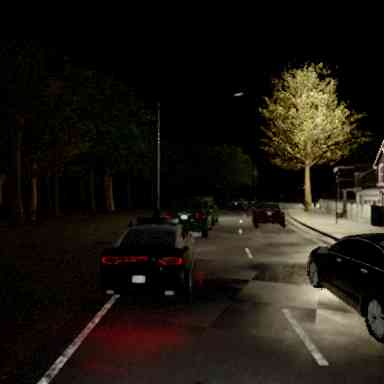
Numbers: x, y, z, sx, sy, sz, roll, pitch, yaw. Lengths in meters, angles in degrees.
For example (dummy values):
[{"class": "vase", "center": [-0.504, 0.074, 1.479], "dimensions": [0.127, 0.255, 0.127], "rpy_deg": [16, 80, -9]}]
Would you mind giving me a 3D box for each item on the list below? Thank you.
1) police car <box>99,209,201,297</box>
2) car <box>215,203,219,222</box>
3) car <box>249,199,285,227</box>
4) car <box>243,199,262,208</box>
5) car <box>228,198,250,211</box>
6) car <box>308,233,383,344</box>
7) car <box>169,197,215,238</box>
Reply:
[{"class": "police car", "center": [-0.886, 1.476, 8.932], "dimensions": [1.930, 1.638, 5.238], "rpy_deg": [0, 0, 3]}, {"class": "car", "center": [0.743, 1.370, 24.690], "dimensions": [2.150, 2.045, 5.566], "rpy_deg": [0, 0, 9]}, {"class": "car", "center": [5.495, 1.502, 24.220], "dimensions": [2.097, 1.767, 4.553], "rpy_deg": [0, 0, 9]}, {"class": "car", "center": [10.412, 1.889, 57.025], "dimensions": [2.128, 1.511, 4.902], "rpy_deg": [0, -1, 22]}, {"class": "car", "center": [6.304, 1.621, 44.633], "dimensions": [2.097, 1.767, 4.553], "rpy_deg": [0, 0, 18]}, {"class": "car", "center": [3.759, 1.550, 6.438], "dimensions": [1.837, 1.490, 4.892], "rpy_deg": [0, -1, 2]}, {"class": "car", "center": [-0.059, 1.333, 18.771], "dimensions": [2.150, 2.045, 5.566], "rpy_deg": [0, 0, 7]}]
